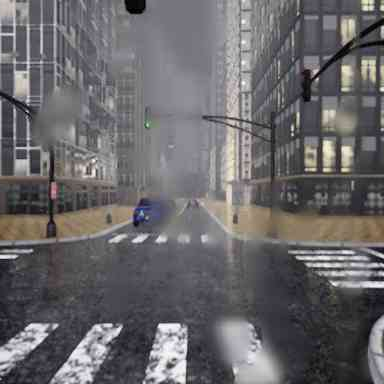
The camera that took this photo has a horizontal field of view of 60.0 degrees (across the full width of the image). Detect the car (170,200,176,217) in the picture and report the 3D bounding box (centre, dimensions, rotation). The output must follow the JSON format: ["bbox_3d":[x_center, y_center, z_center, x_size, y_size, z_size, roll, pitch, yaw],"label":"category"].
[{"bbox_3d":[-3.016,1.758,35.248,1.882,1.535,5.008,0,0,0],"label":"car"}]

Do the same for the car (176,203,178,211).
[{"bbox_3d":[-2.981,1.891,45.349,1.812,1.442,4.674,0,-1,0],"label":"car"}]

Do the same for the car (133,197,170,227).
[{"bbox_3d":[-3.045,1.417,25.032,2.150,2.045,5.566,0,0,-2],"label":"car"}]

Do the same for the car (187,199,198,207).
[{"bbox_3d":[0.145,2.085,64.850,2.033,1.411,5.357,0,-1,0],"label":"car"}]

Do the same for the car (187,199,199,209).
[{"bbox_3d":[0.122,1.935,54.433,2.128,1.511,4.902,0,-1,0],"label":"car"}]
